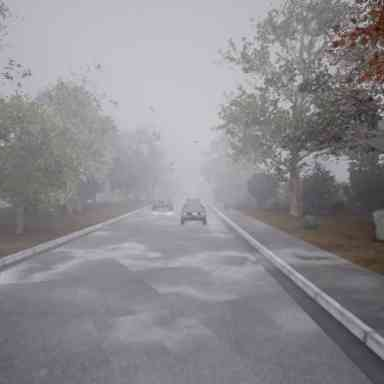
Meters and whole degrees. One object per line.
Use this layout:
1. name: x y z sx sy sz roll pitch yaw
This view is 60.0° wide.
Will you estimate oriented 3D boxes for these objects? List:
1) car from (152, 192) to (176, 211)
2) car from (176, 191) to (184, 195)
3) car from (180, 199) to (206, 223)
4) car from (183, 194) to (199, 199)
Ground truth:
1. car: -3.333 1.077 38.532 2.150 2.045 5.566 0 1 0
2. car: -3.015 0.499 79.939 2.097 1.767 4.553 0 0 4
3. car: 0.101 1.506 24.776 2.033 1.411 5.357 0 0 0
4. car: 0.112 1.309 43.440 2.128 1.511 4.902 0 1 0
